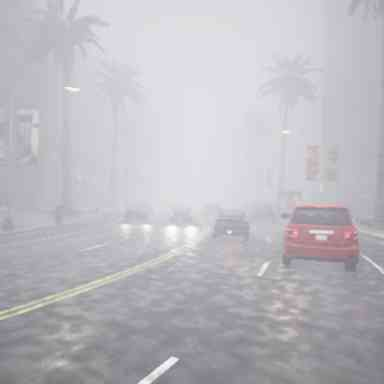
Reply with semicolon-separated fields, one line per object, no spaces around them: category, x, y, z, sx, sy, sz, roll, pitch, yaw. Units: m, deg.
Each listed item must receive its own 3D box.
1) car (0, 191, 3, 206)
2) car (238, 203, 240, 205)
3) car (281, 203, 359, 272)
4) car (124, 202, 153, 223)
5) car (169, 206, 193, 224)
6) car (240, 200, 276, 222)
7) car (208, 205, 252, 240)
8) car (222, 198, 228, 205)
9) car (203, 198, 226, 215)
car;-26.219;0.844;42.234;2.435;2.045;5.566;1;0;-2
car;8.334;2.055;51.144;2.231;1.521;4.892;1;0;-2
car;4.406;1.405;11.897;2.150;2.045;5.566;1;0;17
car;-4.333;1.613;27.576;1.882;1.535;5.008;1;-1;-1
car;-0.845;1.802;27.296;1.895;1.301;4.718;1;0;-1
car;6.052;1.713;30.163;2.097;1.767;4.553;1;0;-1
car;2.217;1.697;18.428;1.837;1.490;4.892;2;0;9
car;7.155;2.138;80.496;2.185;1.767;4.553;1;0;-2
car;2.338;1.832;38.522;1.882;1.535;5.008;1;0;-2
